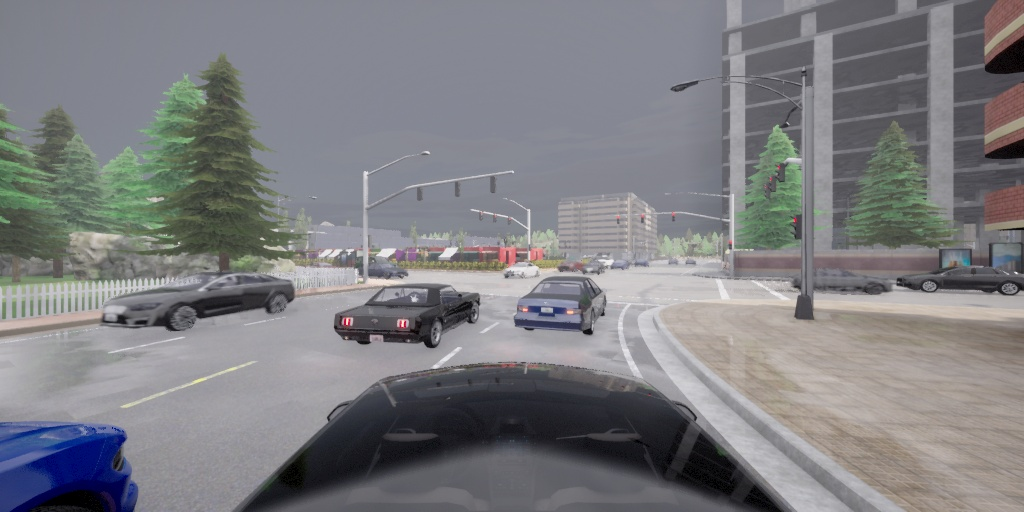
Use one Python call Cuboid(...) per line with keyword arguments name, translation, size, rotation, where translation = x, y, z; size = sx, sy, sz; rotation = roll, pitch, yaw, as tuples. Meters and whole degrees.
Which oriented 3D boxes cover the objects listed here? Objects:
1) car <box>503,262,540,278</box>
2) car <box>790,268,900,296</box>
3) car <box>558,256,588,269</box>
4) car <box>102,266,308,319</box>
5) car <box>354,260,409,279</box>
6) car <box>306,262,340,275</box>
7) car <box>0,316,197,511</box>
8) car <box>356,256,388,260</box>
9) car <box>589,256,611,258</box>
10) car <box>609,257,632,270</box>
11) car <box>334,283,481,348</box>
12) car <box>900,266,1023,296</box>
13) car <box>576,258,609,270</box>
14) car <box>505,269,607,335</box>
Cuboid(name="car", translation=(0.983, 1.314, 33.161), size=(1.812, 1.442, 4.674), rotation=(0, 0, 30))
Cuboid(name="car", translation=(18.076, 1.370, 19.919), size=(4.181, 1.385, 1.994), rotation=(0, 0, 31))
Cuboid(name="car", translation=(7.302, 1.103, 44.248), size=(2.097, 1.767, 4.553), rotation=(0, 0, 30))
Cuboid(name="car", translation=(-9.205, 1.241, 11.137), size=(2.128, 1.511, 4.902), rotation=(0, 0, 14))
Cuboid(name="car", translation=(-12.040, 1.353, 33.215), size=(5.357, 1.411, 2.033), rotation=(0, 0, 31))
Cuboid(name="car", translation=(-20.076, 1.331, 37.891), size=(4.674, 1.442, 1.812), rotation=(0, 0, 30))
Cuboid(name="car", translation=(-3.214, 1.228, 0.115), size=(1.882, 1.535, 5.008), rotation=(0, 0, -2))
Cuboid(name="car", translation=(-14.682, 1.027, 38.808), size=(5.566, 2.045, 2.150), rotation=(0, 0, 30))
Cuboid(name="car", translation=(14.436, 0.972, 56.725), size=(2.150, 2.045, 5.566), rotation=(0, 0, 30))
Cuboid(name="car", translation=(15.439, 1.276, 51.443), size=(1.812, 1.442, 4.674), rotation=(0, 0, 29))
Cuboid(name="car", translation=(-2.261, 1.351, 9.296), size=(1.895, 1.301, 4.718), rotation=(0, 0, 11))
Cuboid(name="car", translation=(25.032, 1.310, 20.052), size=(4.892, 1.490, 1.837), rotation=(0, 0, 30))
Cuboid(name="car", translation=(8.885, 1.264, 39.102), size=(2.128, 1.511, 4.902), rotation=(0, 1, 23))
Cuboid(name="car", translation=(1.674, 1.297, 10.653), size=(2.033, 1.411, 5.357), rotation=(0, 0, 20))
